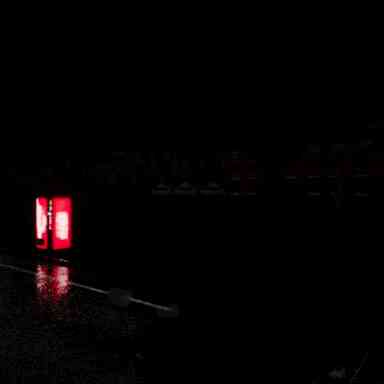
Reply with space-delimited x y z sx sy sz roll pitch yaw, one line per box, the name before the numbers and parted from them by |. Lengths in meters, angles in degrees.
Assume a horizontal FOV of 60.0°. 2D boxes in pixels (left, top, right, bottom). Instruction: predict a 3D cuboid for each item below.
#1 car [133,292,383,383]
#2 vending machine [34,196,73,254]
car | 1.741 1.600 2.748 4.718 1.301 1.895 0 0 36
vending machine | -5.269 1.192 12.683 0.880 2.100 1.100 0 0 36
